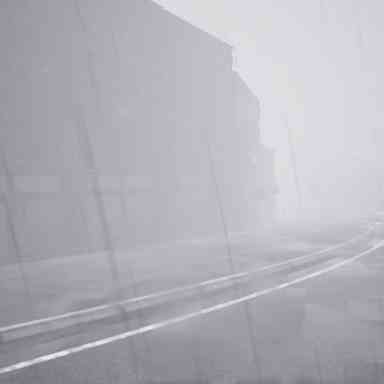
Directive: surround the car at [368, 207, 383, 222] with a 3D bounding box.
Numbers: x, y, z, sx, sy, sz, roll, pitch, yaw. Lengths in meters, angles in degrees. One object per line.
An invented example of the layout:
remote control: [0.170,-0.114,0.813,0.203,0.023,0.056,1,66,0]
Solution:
car: [19.432,2.262,34.010,1.812,1.442,4.674,-2,-3,15]
